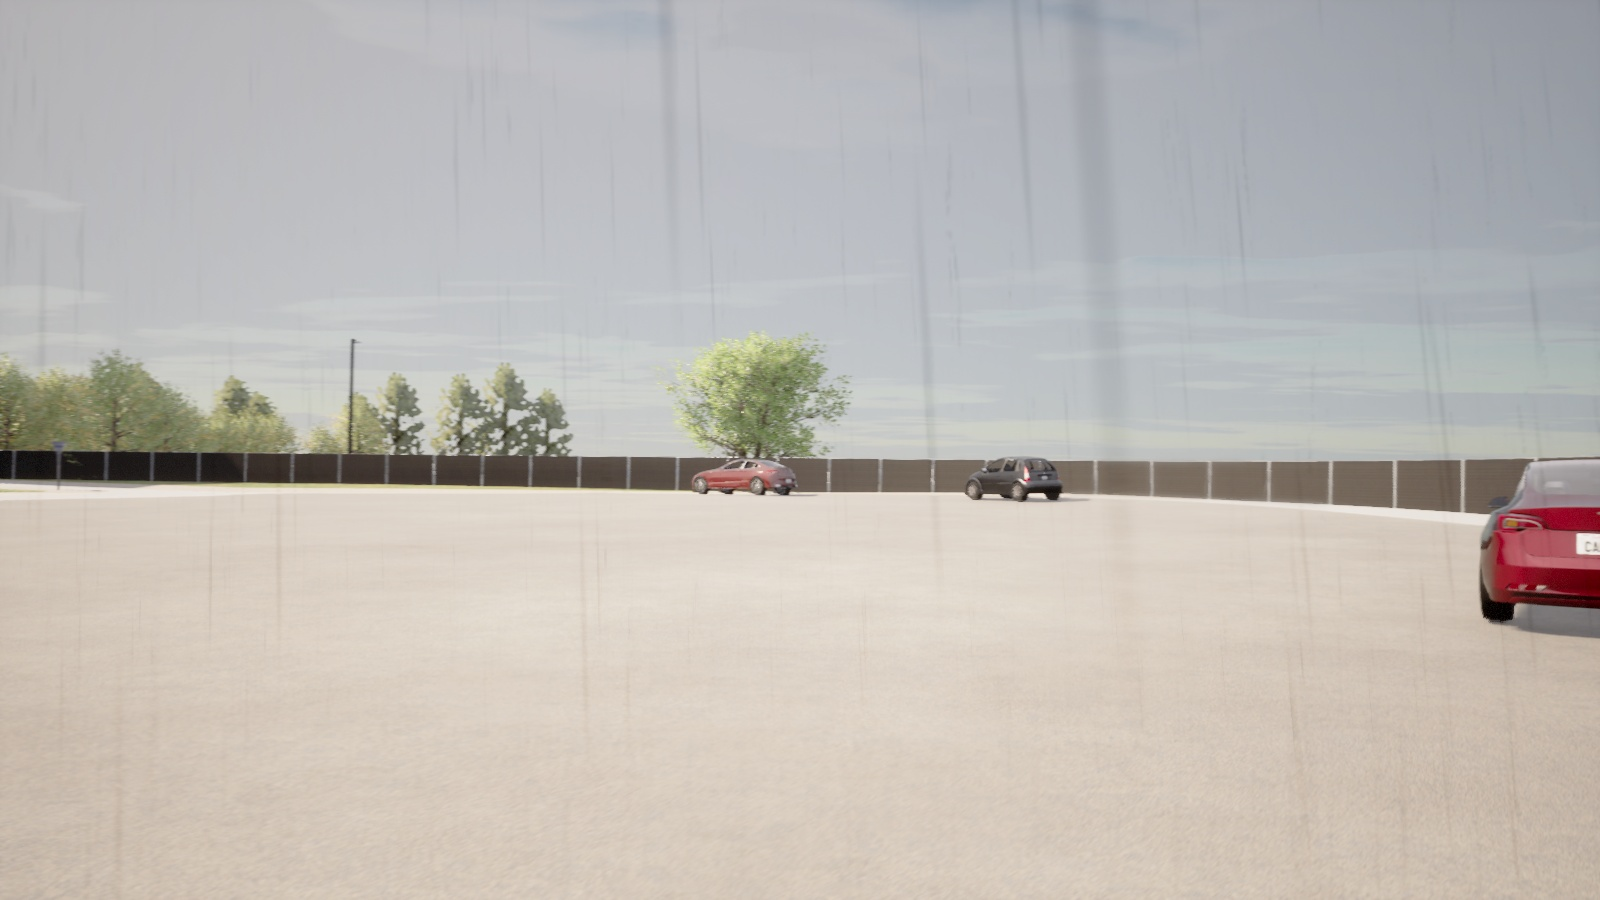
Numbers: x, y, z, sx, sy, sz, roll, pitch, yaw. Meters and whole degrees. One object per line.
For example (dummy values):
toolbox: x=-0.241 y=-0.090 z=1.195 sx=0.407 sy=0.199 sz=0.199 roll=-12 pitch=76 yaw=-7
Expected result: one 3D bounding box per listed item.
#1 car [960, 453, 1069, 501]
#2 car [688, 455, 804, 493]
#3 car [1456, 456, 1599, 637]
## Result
car: x=7.839 y=0.972 z=46.140 sx=1.851 sy=1.617 sz=3.988 roll=-2 pitch=0 yaw=-28
car: x=-2.471 y=1.100 z=57.169 sx=5.027 sy=1.651 sz=2.152 roll=-1 pitch=-2 yaw=36
car: x=7.927 y=0.799 z=12.289 sx=2.163 sy=1.488 sz=4.792 roll=-1 pitch=-1 yaw=34
